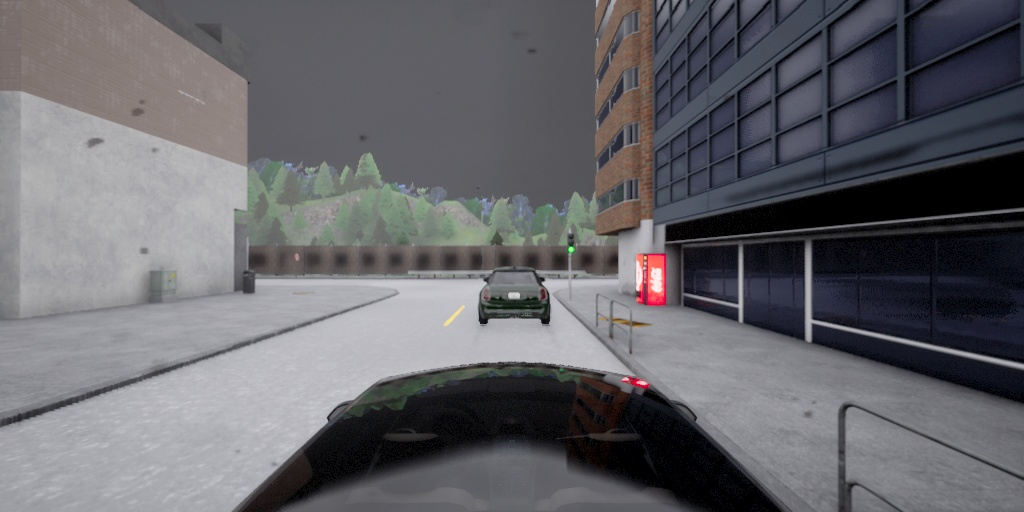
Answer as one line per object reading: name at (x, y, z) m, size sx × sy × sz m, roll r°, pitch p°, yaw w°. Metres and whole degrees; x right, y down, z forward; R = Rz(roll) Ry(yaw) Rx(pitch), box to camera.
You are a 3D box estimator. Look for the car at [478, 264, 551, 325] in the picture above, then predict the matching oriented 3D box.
car at (0.080, 1.138, 12.112) m, size 2.097 × 1.767 × 4.553 m, roll 0°, pitch 0°, yaw 0°
